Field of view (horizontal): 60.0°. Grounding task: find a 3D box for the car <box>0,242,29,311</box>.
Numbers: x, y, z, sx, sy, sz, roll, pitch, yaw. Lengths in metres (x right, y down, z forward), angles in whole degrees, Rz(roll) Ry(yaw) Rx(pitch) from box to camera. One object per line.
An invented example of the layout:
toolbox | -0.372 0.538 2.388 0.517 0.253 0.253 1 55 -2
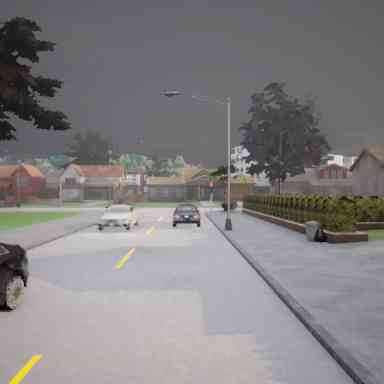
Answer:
car | -4.213 1.493 4.899 2.128 1.511 4.902 0 0 -2

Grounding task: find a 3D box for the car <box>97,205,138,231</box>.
car | -4.479 1.530 20.697 1.812 1.442 4.674 0 0 -1

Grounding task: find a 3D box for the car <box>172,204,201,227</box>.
car | -0.369 1.552 22.787 2.033 1.411 5.357 0 0 -1
